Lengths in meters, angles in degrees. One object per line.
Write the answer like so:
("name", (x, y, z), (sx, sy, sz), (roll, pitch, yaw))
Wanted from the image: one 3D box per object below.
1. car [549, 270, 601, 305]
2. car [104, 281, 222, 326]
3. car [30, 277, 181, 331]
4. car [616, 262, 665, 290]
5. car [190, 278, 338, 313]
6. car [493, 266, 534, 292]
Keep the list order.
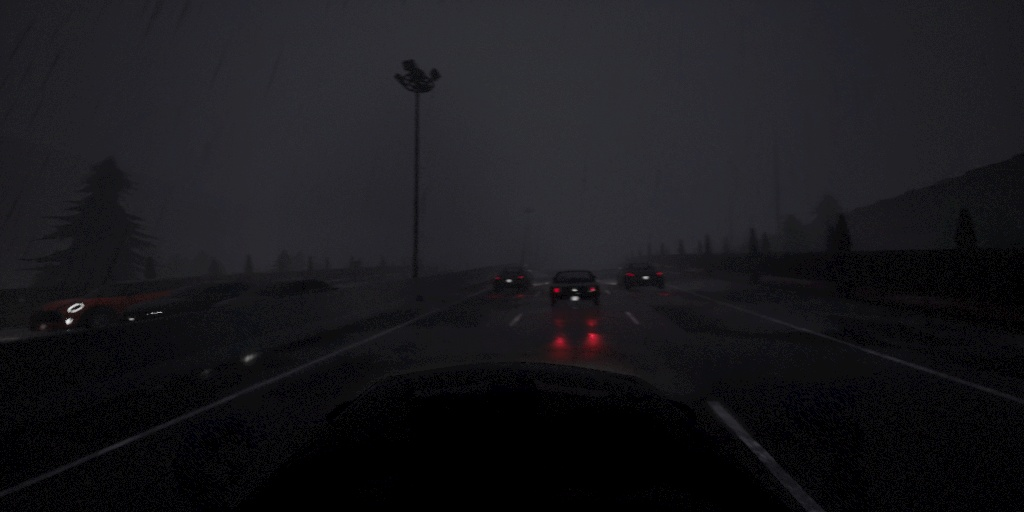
("car", (2.636, 1.241, 15.220), (1.895, 1.301, 4.718), (-3, 0, 9))
("car", (-11.941, 1.789, 14.013), (1.837, 1.490, 4.892), (-3, 0, 9))
("car", (-15.445, 1.793, 14.291), (2.097, 1.767, 4.553), (-3, 0, 9))
("car", (6.922, 1.017, 19.687), (1.994, 1.385, 4.181), (-3, 0, 9))
("car", (-8.512, 1.637, 13.325), (1.837, 1.490, 4.892), (-3, 0, 9))
("car", (0.164, 1.318, 21.673), (1.994, 1.385, 4.181), (-3, 0, 9))
